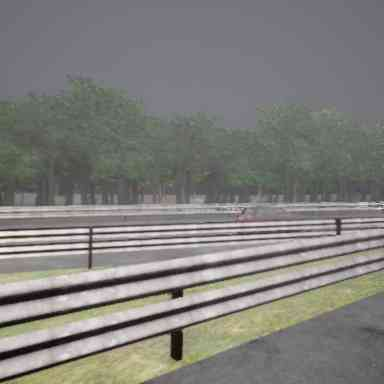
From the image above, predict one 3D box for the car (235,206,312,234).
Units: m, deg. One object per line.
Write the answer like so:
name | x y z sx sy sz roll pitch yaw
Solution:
car | 4.808 1.633 19.649 4.553 1.767 2.097 0 0 -19
